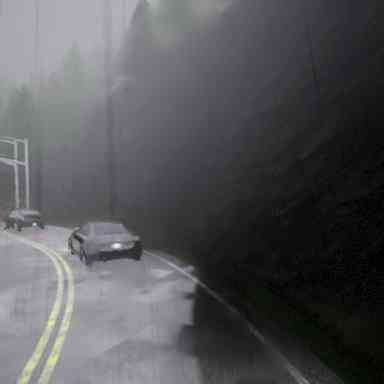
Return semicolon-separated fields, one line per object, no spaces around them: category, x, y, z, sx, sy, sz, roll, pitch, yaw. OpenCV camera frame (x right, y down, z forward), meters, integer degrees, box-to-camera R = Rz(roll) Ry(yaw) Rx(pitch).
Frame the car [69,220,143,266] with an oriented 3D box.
car;-3.356;1.733;12.499;1.994;1.385;4.181;-2;0;-28

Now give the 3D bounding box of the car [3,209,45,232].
car;-12.628;2.053;24.917;1.837;1.490;4.892;-2;0;-43
